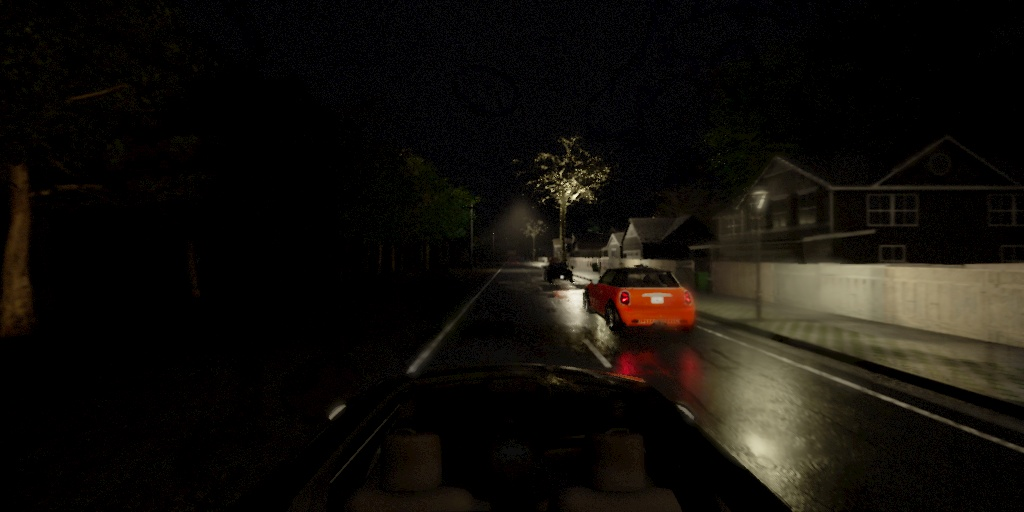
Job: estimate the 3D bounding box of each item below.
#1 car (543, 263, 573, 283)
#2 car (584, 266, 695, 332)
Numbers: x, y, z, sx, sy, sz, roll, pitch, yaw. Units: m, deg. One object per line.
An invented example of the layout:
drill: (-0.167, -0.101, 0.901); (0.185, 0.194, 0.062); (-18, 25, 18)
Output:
car: (3.599, 1.258, 28.179); (1.837, 1.490, 4.892); (0, 0, 0)
car: (3.598, 1.104, 10.992); (2.097, 1.767, 4.553); (0, 0, 0)
